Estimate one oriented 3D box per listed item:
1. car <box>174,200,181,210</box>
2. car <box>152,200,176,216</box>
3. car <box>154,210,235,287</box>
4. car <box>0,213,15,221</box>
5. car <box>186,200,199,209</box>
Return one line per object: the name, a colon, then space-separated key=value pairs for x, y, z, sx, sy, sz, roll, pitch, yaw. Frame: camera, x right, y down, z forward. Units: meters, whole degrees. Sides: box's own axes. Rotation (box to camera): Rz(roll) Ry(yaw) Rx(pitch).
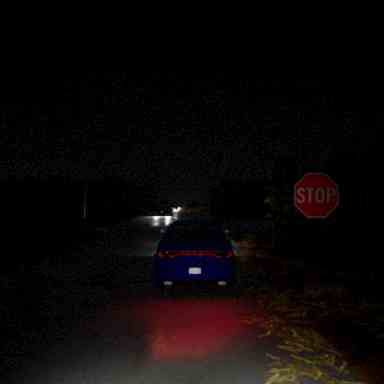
car: x=-3.173 y=1.961 z=52.020 sx=1.837 sy=1.490 sz=4.892 roll=0 pitch=-1 yaw=0
car: x=-3.179 y=1.890 z=36.385 sx=1.994 sy=1.385 sz=4.181 roll=0 pitch=-1 yaw=0
car: x=0.078 y=1.524 z=9.537 sx=1.882 sy=1.535 sz=5.008 roll=0 pitch=0 yaw=0
car: x=-14.080 y=1.663 z=21.643 sx=4.553 sy=1.767 sz=2.097 roll=-1 pitch=-1 yaw=1
car: x=0.115 y=2.013 z=55.119 sx=2.128 sy=1.511 sz=4.902 roll=0 pitch=-1 yaw=0
